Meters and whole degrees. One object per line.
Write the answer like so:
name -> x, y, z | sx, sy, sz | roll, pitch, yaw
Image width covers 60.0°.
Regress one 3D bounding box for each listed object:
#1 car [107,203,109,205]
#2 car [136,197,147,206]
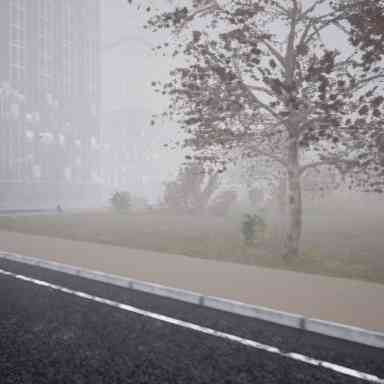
car -> -12.170, 1.586, 56.625 | 1.837, 1.490, 4.892 | -1, -1, 38
car -> -9.573, 1.515, 54.686 | 1.882, 1.535, 5.008 | -1, -1, 37
